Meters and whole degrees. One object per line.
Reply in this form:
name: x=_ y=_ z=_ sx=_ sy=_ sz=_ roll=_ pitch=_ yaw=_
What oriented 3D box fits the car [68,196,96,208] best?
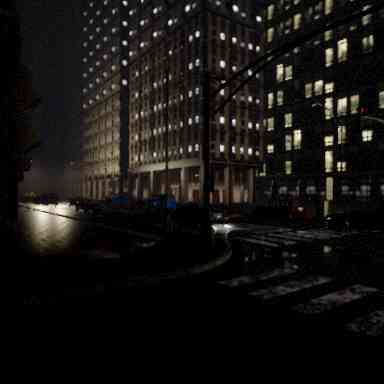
car: x=-14.521 y=1.290 z=43.735 sx=2.033 sy=1.411 sz=5.357 roll=0 pitch=0 yaw=-35

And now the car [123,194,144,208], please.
car: x=-6.750 y=1.340 z=42.718 sx=2.008 sy=1.369 sz=4.403 roll=1 pitch=0 yaw=-35

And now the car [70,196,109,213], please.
car: x=-10.333 y=1.289 z=33.269 sx=2.008 sy=1.369 sz=4.403 roll=1 pitch=0 yaw=-35

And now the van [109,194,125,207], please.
van: x=-10.008 y=1.123 z=47.332 sx=1.690 sy=1.788 sz=3.998 roll=1 pitch=0 yaw=-35

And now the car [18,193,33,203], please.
car: x=-29.894 y=1.014 z=60.945 sx=2.192 sy=1.841 sz=5.009 roll=1 pitch=0 yaw=-35

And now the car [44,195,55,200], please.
car: x=-36.095 y=1.322 z=84.231 sx=1.802 sy=1.307 sz=4.206 roll=1 pitch=0 yaw=-35

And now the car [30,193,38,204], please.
car: x=-23.375 y=1.292 z=51.719 sx=1.802 sy=1.307 sz=4.206 roll=1 pitch=0 yaw=-35

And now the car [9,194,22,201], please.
car: x=-39.677 y=1.235 z=74.781 sx=2.008 sy=1.369 sz=4.403 roll=1 pitch=0 yaw=-35

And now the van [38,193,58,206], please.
van: x=-20.112 y=1.058 z=47.107 sx=1.690 sy=1.788 sz=3.998 roll=1 pitch=0 yaw=-35

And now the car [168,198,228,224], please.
car: x=0.526 y=1.343 z=22.395 sx=1.994 sy=1.385 sz=4.181 roll=0 pitch=0 yaw=-35

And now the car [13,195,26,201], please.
car: x=-36.417 y=1.255 z=70.169 sx=1.947 sy=1.339 sz=4.313 roll=1 pitch=0 yaw=-35

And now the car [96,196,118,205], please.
car: x=-13.271 y=1.341 z=51.943 sx=1.947 sy=1.339 sz=4.313 roll=1 pitch=0 yaw=-35

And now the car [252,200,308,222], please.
car: x=6.294 y=1.263 z=24.269 sx=1.967 sy=1.590 sz=4.097 roll=1 pitch=0 yaw=-35

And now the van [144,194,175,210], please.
van: x=-3.488 y=1.138 z=38.107 sx=1.690 sy=1.788 sz=3.998 roll=1 pitch=0 yaw=-35

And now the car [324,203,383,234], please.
car: x=9.076 y=1.298 z=16.300 sx=4.902 sy=1.511 sz=2.128 roll=-1 pitch=1 yaw=34
